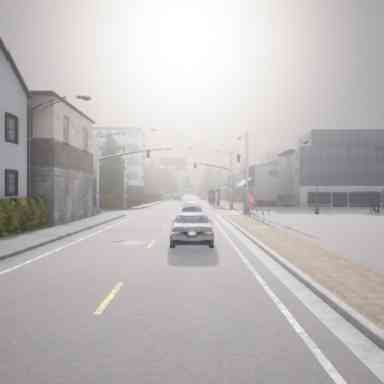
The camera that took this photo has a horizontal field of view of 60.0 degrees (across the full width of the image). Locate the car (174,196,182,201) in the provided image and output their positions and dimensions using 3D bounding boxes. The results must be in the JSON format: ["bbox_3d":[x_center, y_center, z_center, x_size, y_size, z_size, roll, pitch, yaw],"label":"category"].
[{"bbox_3d":[-3.500,1.539,81.706,1.895,1.301,4.718,0,0,0],"label":"car"}]

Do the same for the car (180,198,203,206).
[{"bbox_3d":[0.000,1.532,29.650,1.812,1.442,4.674,0,0,0],"label":"car"}]

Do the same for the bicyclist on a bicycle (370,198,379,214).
[{"bbox_3d":[18.714,1.475,34.116,0.582,1.620,1.656,0,0,0],"label":"bicyclist on a bicycle"}]

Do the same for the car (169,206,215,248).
[{"bbox_3d":[0.000,1.562,14.650,2.033,1.411,5.357,0,0,0],"label":"car"}]
